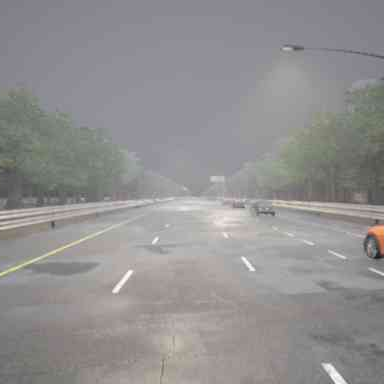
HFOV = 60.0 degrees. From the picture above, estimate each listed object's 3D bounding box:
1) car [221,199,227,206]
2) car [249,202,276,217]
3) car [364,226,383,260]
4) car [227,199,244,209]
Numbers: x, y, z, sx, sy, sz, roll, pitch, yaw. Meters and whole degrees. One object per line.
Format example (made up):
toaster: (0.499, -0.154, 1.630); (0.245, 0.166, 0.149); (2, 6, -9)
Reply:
car: (7.300, 2.197, 70.519); (1.895, 1.301, 4.718); (0, -1, 0)
car: (7.074, 1.712, 33.775); (2.033, 1.411, 5.357); (0, -1, 0)
car: (7.010, 1.367, 9.694); (2.097, 1.767, 4.553); (0, 0, 0)
car: (7.172, 1.908, 52.750); (1.812, 1.442, 4.674); (0, -1, 0)
